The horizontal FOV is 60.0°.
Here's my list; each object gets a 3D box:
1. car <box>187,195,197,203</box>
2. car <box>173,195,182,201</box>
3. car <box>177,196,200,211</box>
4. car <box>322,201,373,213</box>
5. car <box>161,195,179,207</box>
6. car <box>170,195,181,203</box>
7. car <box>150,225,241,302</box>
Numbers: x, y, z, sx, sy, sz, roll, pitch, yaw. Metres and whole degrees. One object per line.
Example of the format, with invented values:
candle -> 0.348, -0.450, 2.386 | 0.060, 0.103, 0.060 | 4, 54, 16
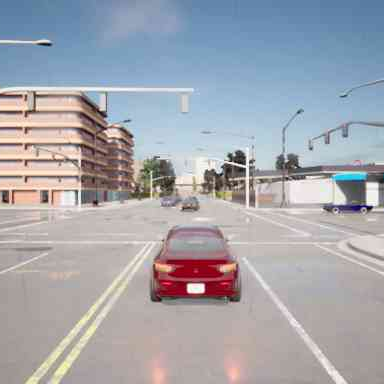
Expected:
car -> -0.006, 1.500, 72.119 | 2.128, 1.511, 4.902 | 0, 0, 0
car -> -3.563, 1.516, 82.239 | 2.128, 1.511, 4.902 | 0, 0, 0
car -> -0.162, 1.523, 39.750 | 2.033, 1.411, 5.357 | 0, 0, 5
car -> 16.508, 1.597, 35.464 | 4.718, 1.301, 1.895 | 0, 0, 1
car -> -3.622, 1.346, 51.634 | 2.097, 1.767, 4.553 | 0, 0, 0
car -> -3.555, 1.517, 71.881 | 2.128, 1.511, 4.902 | 0, 0, 0
car -> 0.076, 1.525, 8.154 | 1.812, 1.442, 4.674 | 0, 0, 0
